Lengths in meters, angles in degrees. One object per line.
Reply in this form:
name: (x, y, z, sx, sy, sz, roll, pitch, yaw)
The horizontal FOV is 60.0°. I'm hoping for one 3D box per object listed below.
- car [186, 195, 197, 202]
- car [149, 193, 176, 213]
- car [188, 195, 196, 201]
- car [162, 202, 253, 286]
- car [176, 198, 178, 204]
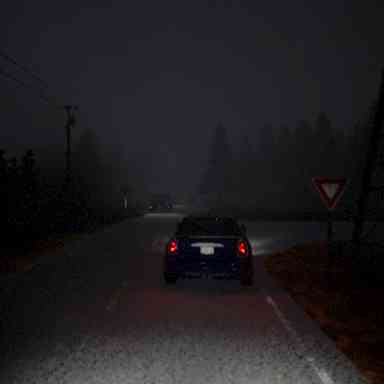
car: (0.006, 1.347, 64.051, 1.812, 1.442, 4.674, 0, 0, 0)
car: (-3.289, 1.119, 36.321, 2.150, 2.045, 5.566, 0, 0, 0)
car: (0.007, 1.343, 74.081, 1.895, 1.301, 4.718, 0, 0, 0)
car: (0.569, 1.325, 9.583, 2.097, 1.767, 4.553, 0, 0, 6)
car: (-3.269, 1.332, 52.245, 1.882, 1.535, 5.008, 0, 0, 0)
